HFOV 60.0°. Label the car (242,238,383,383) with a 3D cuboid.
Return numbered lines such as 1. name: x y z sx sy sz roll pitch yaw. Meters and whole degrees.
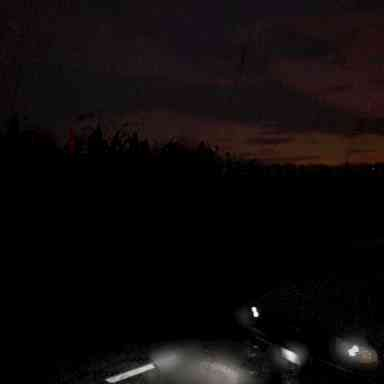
1. car: 3.318 1.518 5.440 5.357 1.411 2.033 0 0 -36
